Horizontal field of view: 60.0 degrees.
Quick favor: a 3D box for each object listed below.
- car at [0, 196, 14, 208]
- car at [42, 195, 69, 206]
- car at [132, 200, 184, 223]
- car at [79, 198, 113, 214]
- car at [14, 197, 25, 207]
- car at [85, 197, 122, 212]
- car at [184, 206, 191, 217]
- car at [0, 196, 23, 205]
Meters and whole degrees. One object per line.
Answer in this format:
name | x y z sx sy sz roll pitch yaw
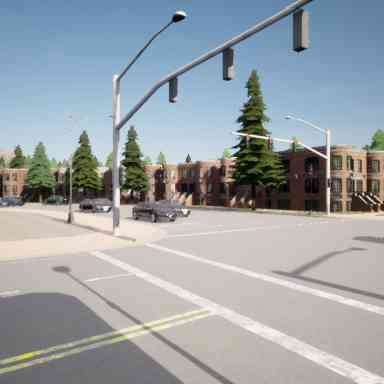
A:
car | -28.191 1.526 47.291 4.674 1.442 1.812 0 0 18
car | -23.239 1.352 56.492 4.553 1.767 2.097 0 0 21
car | -3.000 1.505 26.015 1.837 1.490 4.892 0 0 -36
car | -10.398 1.489 35.564 2.128 1.511 4.902 0 0 -43
car | -27.793 1.570 50.866 4.181 1.385 1.994 0 0 17
car | -11.029 1.478 41.138 5.008 1.535 1.882 1 1 41
car | -2.045 1.491 30.563 2.128 1.511 4.902 0 0 -37
car | -32.922 1.492 58.961 4.902 1.511 2.128 0 0 9
